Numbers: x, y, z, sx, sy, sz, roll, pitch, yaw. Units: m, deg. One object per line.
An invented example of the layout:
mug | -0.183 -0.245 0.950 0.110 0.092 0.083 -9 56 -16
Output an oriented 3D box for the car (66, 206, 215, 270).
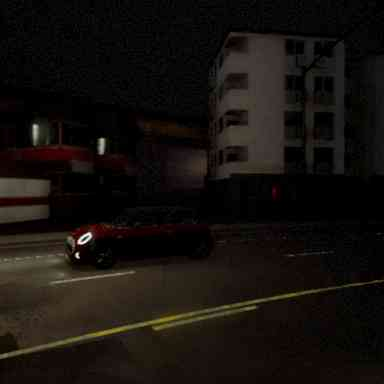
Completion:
car | -1.618 1.265 10.687 4.553 1.767 2.097 0 1 -27
